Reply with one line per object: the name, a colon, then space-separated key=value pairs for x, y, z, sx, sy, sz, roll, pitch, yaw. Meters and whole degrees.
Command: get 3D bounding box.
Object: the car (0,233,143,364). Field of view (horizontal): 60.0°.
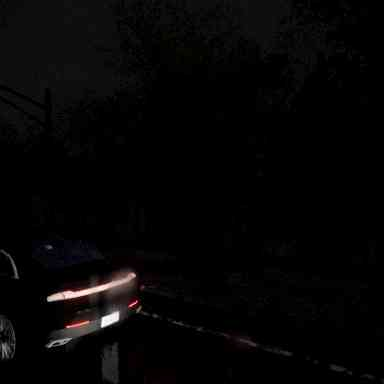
car: x=-3.069 y=1.491 z=5.864 sx=4.902 sy=1.511 sz=2.128 roll=0 pitch=0 yaw=35
